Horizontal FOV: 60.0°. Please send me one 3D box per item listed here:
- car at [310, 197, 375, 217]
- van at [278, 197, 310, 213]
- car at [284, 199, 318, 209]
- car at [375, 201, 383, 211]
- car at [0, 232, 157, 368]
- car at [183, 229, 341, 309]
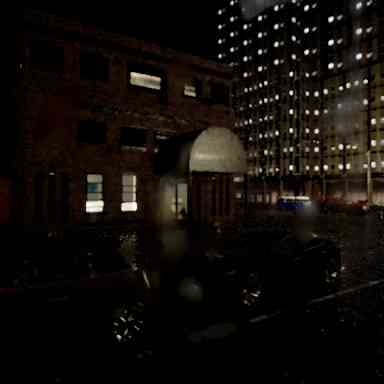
[{"bbox_3d":[14.731,1.437,32.924,2.192,1.841,5.009,0,0,-35],"label":"car"},{"bbox_3d":[11.562,1.456,37.469,1.690,1.788,3.998,0,0,-35],"label":"van"},{"bbox_3d":[15.267,1.679,46.808,1.802,1.307,4.206,0,0,-35],"label":"car"},{"bbox_3d":[21.606,1.663,37.718,2.008,1.369,4.403,0,0,-35],"label":"car"},{"bbox_3d":[-2.641,1.442,4.682,4.097,1.590,1.967,0,0,-35],"label":"car"},{"bbox_3d":[1.822,1.590,7.935,4.313,1.339,1.947,0,0,-35],"label":"car"}]
